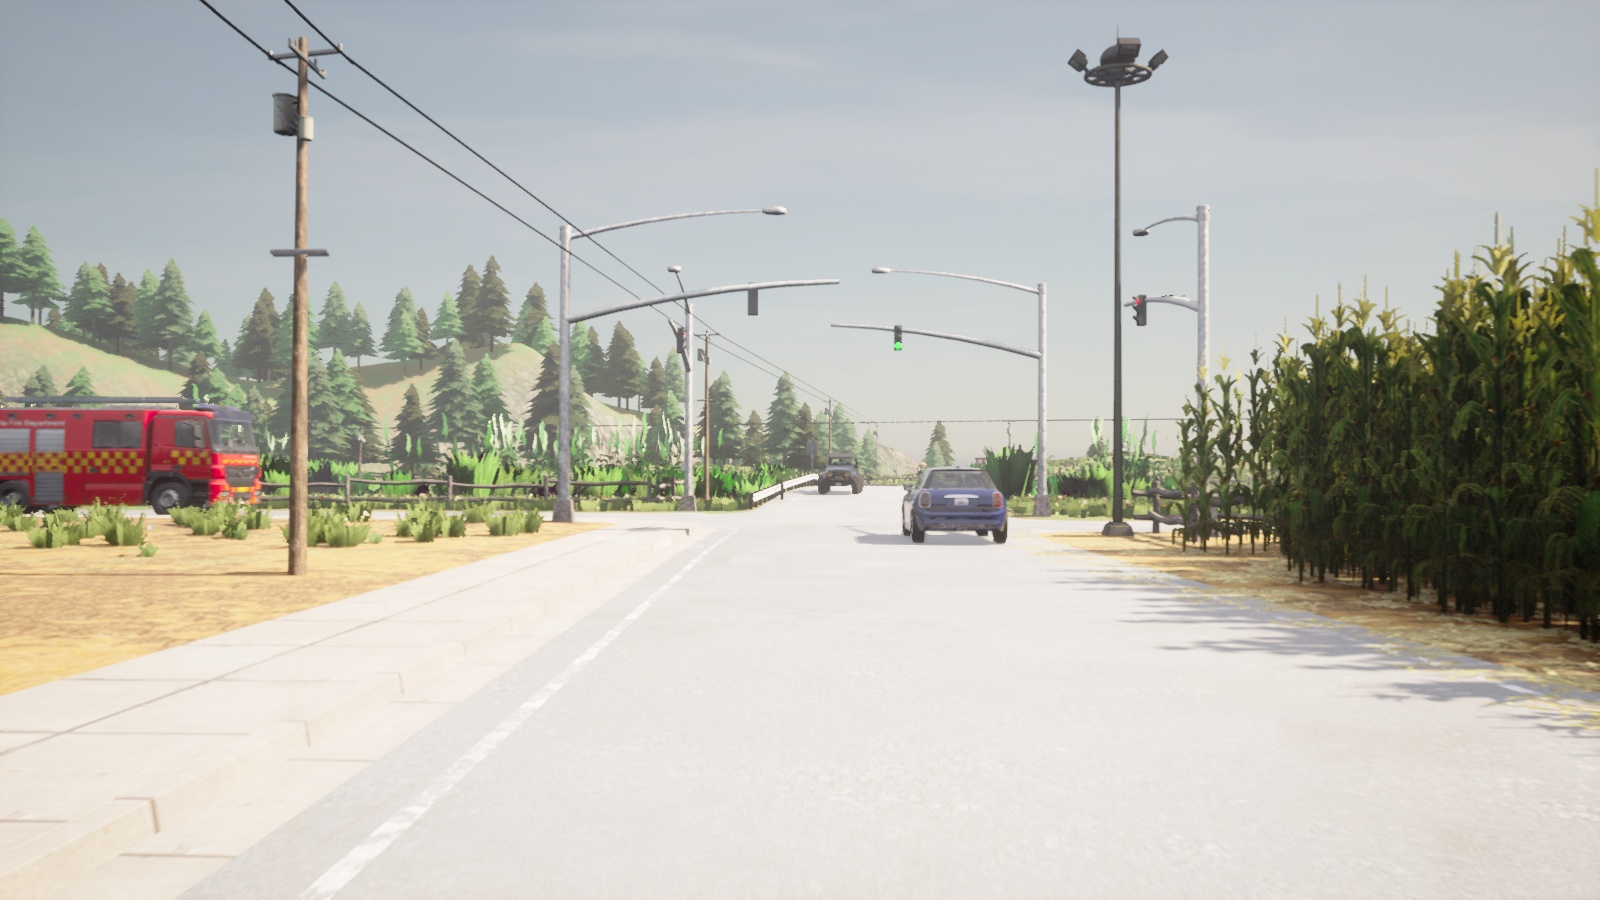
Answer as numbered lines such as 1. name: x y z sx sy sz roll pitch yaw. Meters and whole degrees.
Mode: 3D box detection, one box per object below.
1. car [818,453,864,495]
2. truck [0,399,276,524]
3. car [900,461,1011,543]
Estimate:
1. car: 1.983 1.113 60.348 1.905 1.878 3.866 0 1 6
2. truck: -21.637 0.388 40.293 8.468 3.827 2.891 0 -1 3
3. car: 3.533 1.160 29.419 2.097 1.767 4.553 0 -1 1
